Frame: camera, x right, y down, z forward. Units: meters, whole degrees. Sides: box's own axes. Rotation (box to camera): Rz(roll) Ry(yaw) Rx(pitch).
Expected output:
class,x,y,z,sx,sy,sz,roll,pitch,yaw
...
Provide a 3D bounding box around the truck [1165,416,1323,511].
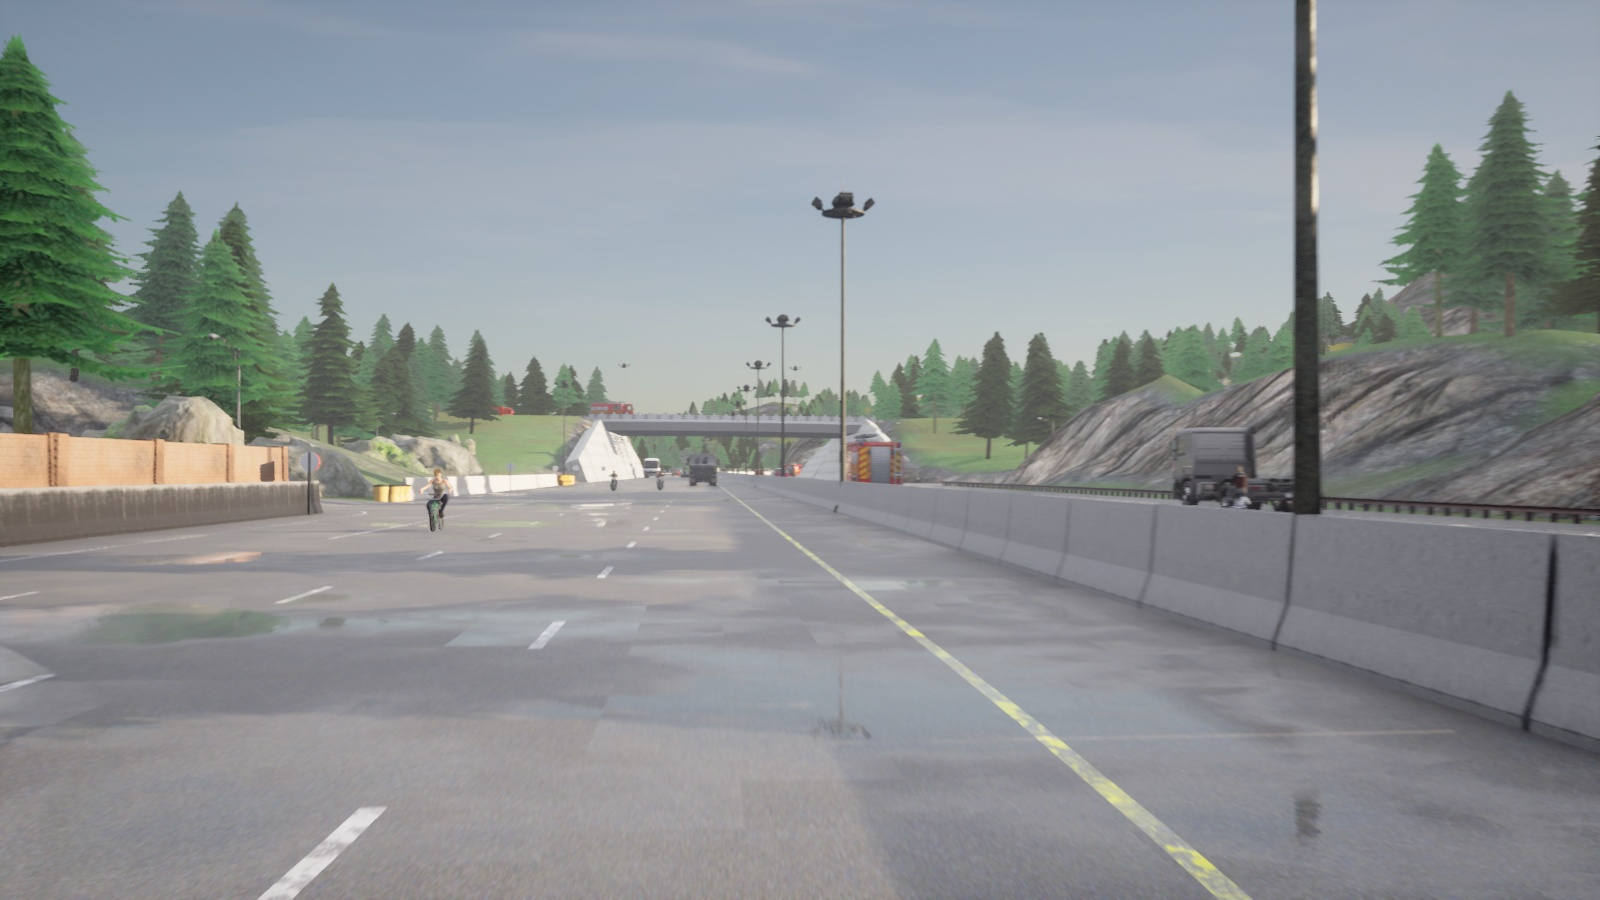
class,x,y,z,sx,sy,sz,roll,pitch,yaw
truck,17.352,0.551,49.795,2.891,3.462,7.936,0,-1,-5

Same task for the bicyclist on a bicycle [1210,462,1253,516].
class,x,y,z,sx,sy,sz,roll,pitch,yaw
bicyclist on a bicycle,14.466,1.295,42.147,0.659,1.776,1.843,0,-1,-5

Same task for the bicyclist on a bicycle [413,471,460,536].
class,x,y,z,sx,sy,sz,roll,pitch,yaw
bicyclist on a bicycle,-9.311,1.354,32.192,0.866,1.612,1.509,0,-1,-5

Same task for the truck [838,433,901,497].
class,x,y,z,sx,sy,sz,roll,pitch,yaw
truck,4.350,0.966,80.209,2.891,3.827,8.468,0,-1,-5
